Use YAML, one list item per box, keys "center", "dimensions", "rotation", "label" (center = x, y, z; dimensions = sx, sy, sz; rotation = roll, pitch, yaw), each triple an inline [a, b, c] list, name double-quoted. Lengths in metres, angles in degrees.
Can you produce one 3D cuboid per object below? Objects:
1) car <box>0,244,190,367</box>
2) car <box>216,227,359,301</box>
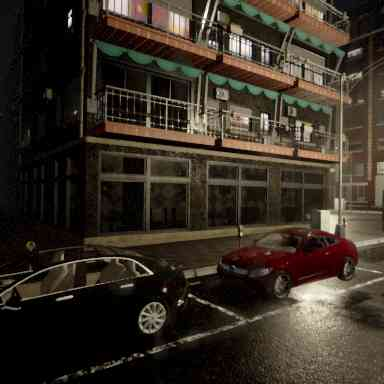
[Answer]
- center: [-2.087, 1.551, 5.014]
  dimensions: [4.403, 1.369, 2.008]
  rotation: [0, 1, -36]
  label: "car"
- center: [2.536, 1.584, 8.324]
  dimensions: [4.206, 1.307, 1.802]
  rotation: [0, 1, -36]
  label: "car"
